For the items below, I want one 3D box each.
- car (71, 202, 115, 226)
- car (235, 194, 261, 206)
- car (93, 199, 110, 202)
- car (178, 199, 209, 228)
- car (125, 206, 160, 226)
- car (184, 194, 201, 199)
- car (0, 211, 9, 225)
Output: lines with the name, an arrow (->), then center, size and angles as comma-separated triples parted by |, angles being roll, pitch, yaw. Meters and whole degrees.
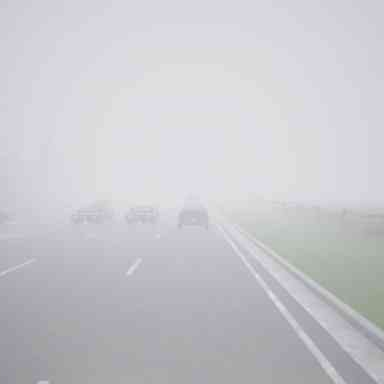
car -> -6.911, 1.630, 23.747 | 1.895, 1.301, 4.718 | 0, 0, 0
car -> 8.897, 1.279, 52.588 | 3.866, 1.878, 1.905 | 0, 0, 0
car -> -10.419, 1.553, 38.830 | 1.837, 1.490, 4.892 | 0, 0, 0
car -> 0.090, 1.505, 22.318 | 1.882, 1.535, 5.008 | 0, 0, 0
car -> -3.409, 1.630, 23.748 | 1.895, 1.301, 4.718 | 0, 0, 0
car -> 0.078, 1.281, 47.165 | 2.150, 2.045, 5.566 | 0, 0, 0
car -> -13.910, 1.590, 21.848 | 1.994, 1.385, 4.181 | 0, 0, 0
